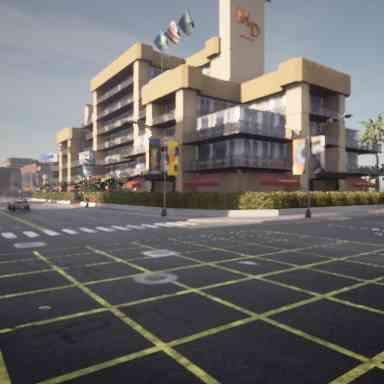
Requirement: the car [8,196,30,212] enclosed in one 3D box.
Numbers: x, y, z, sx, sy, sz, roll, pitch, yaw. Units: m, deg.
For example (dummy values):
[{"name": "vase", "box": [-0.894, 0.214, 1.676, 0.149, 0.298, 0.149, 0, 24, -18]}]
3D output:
[{"name": "car", "box": [-20.378, 1.524, 39.138, 2.128, 1.511, 4.902, 0, 0, -36]}]
